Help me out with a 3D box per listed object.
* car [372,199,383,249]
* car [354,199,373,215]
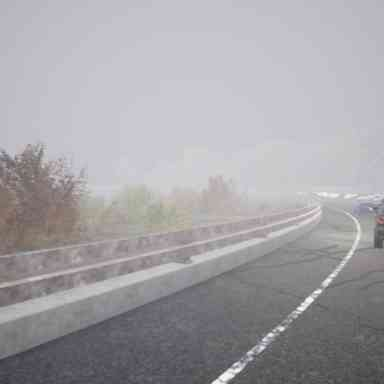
[{"bbox_3d":[8.842,1.207,13.834,2.150,2.045,5.566,2,1,29],"label":"car"},{"bbox_3d":[16.642,1.361,31.607,1.882,1.535,5.008,2,1,19],"label":"car"}]
